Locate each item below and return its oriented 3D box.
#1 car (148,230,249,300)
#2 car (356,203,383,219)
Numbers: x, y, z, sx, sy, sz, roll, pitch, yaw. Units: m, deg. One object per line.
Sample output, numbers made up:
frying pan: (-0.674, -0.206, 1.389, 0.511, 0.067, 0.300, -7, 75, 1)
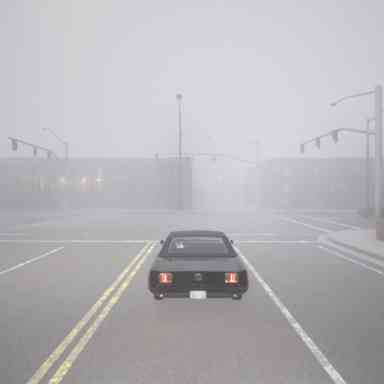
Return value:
car: (0.121, 1.601, 8.334, 1.895, 1.301, 4.718, 0, 0, 0)
car: (16.893, 1.601, 28.749, 4.718, 1.301, 1.895, 0, 0, 0)
